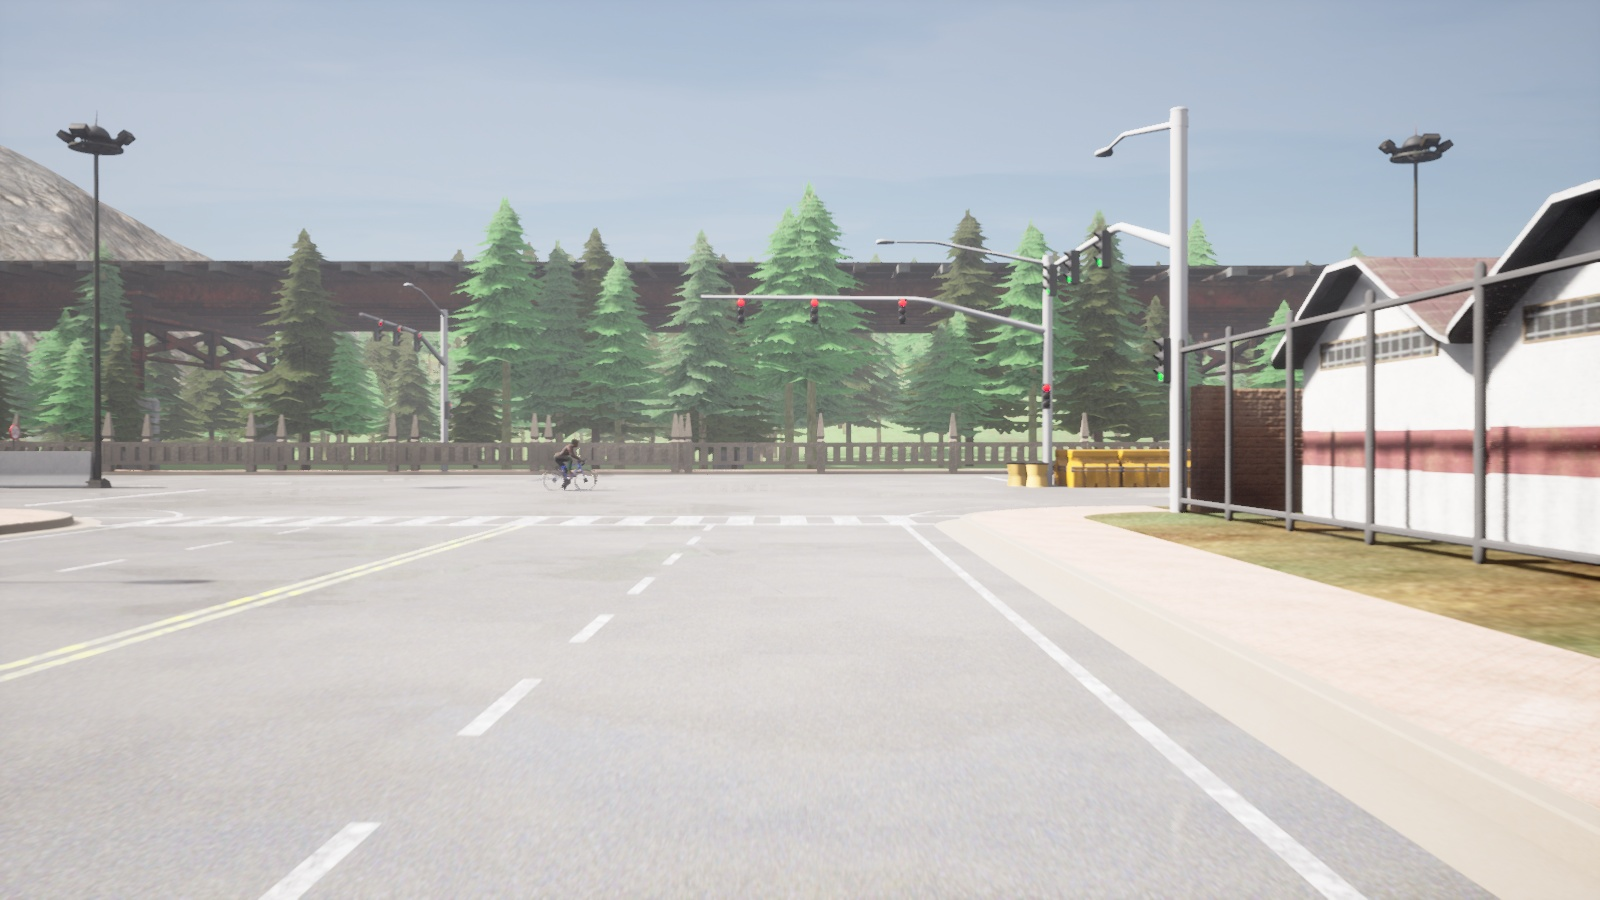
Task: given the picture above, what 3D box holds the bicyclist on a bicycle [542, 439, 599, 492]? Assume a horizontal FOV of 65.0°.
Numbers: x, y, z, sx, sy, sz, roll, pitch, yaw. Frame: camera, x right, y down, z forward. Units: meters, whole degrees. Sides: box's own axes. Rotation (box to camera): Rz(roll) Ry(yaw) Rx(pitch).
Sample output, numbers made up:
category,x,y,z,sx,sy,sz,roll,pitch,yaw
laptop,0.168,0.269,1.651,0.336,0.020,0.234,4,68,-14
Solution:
category,x,y,z,sx,sy,sz,roll,pitch,yaw
bicyclist on a bicycle,-7.099,0.474,38.922,1.656,1.620,0.582,0,0,-1
